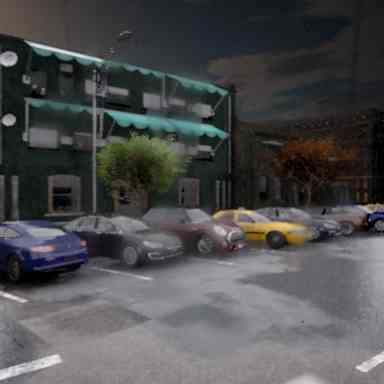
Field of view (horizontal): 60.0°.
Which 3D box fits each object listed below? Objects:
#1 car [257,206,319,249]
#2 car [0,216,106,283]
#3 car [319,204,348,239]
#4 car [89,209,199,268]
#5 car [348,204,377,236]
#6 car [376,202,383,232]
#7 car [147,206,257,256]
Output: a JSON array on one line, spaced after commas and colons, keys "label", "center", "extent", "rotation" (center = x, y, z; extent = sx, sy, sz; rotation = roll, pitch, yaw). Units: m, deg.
[{"label": "car", "center": [2.466, 1.470, 14.658], "extent": [5.366, 1.575, 1.946], "rotation": [-1, -1, 35]}, {"label": "car", "center": [-4.922, 1.526, 9.610], "extent": [4.674, 1.452, 2.002], "rotation": [-1, 0, 35]}, {"label": "car", "center": [4.715, 1.473, 16.470], "extent": [4.892, 1.521, 2.231], "rotation": [-1, -1, 35]}, {"label": "car", "center": [-2.515, 1.484, 11.329], "extent": [4.892, 1.521, 2.231], "rotation": [-1, -1, 35]}, {"label": "car", "center": [7.105, 1.498, 18.198], "extent": [4.792, 1.488, 2.163], "rotation": [-1, 0, 35]}, {"label": "car", "center": [9.537, 1.465, 19.896], "extent": [5.008, 1.535, 2.097], "rotation": [-1, -1, 35]}, {"label": "car", "center": [-0.127, 1.354, 13.062], "extent": [4.553, 1.767, 2.185], "rotation": [-1, -1, 35]}]
